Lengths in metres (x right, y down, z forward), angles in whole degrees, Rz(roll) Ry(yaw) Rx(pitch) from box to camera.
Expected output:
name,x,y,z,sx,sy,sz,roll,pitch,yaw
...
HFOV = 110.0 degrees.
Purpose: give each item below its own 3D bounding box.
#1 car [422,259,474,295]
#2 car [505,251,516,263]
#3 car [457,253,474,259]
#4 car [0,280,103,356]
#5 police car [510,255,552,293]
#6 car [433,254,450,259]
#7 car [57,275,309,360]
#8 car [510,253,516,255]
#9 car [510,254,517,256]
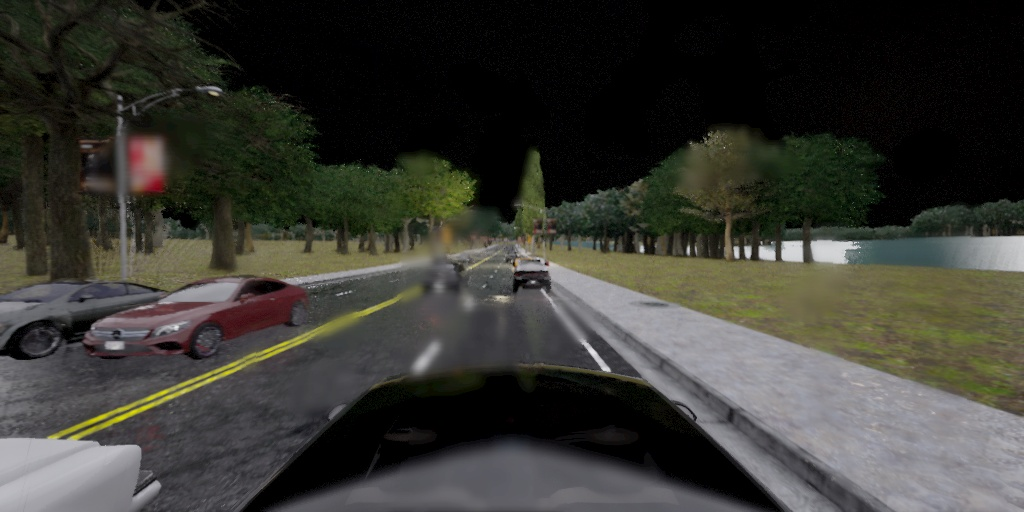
name,x,y,z,sx,sy,sz,roll,pitch,yaw
car,-3.150,1.063,17.950,1.837,1.490,4.892,0,1,0
car,0.001,0.275,54.867,1.837,1.490,4.892,0,2,0
car,-6.568,0.390,50.914,1.837,1.490,4.892,0,1,0
car,-9.849,1.246,7.986,1.994,1.385,4.181,0,1,0
police car,0.975,0.968,19.201,1.930,1.638,5.238,0,1,0
car,-9.819,0.460,49.942,2.033,1.411,5.357,0,2,0
car,-6.600,1.205,8.287,1.812,1.442,4.674,0,1,0
car,0.974,0.773,35.084,1.882,1.535,5.008,0,1,0
car,0.975,0.884,29.088,1.882,1.535,5.008,0,1,0
